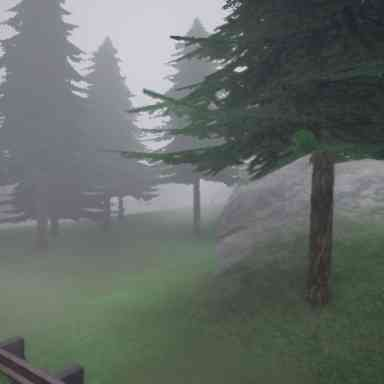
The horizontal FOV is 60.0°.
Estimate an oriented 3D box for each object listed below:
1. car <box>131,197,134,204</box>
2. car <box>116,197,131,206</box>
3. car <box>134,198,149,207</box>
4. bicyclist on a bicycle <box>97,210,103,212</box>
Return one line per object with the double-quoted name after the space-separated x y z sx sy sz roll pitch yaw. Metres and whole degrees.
-12.096 1.718 66.381 2.128 1.511 4.902 0 0 -32 "car"
-11.634 1.769 54.796 2.033 1.411 5.357 0 0 -10 "car"
-8.336 1.719 56.309 1.837 1.490 4.892 0 -2 -12 "car"
-7.999 1.524 29.028 1.656 1.620 0.582 -3 1 23 "bicyclist on a bicycle"
